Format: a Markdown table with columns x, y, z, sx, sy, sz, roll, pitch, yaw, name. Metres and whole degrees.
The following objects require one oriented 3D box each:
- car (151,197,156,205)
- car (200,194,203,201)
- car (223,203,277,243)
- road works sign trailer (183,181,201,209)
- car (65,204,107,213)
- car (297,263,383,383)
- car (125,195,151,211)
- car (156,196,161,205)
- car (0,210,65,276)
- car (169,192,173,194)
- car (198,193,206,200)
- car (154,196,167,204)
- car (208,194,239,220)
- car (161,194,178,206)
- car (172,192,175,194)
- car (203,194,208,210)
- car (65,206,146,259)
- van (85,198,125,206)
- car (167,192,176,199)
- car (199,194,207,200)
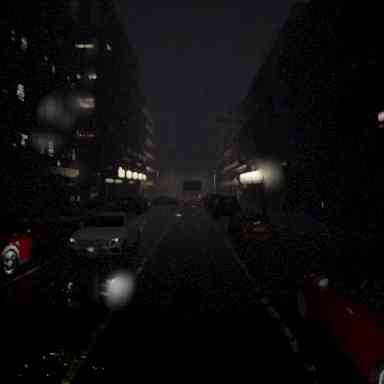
| x | y | z | sx | sy | sz | roll | pitch | yaw | name |
| --- | --- | --- | --- | --- | --- | --- | --- | --- | --- |
| -5.694 | 1.425 | 37.911 | 2.008 | 1.369 | 4.403 | -1 | 0 | 0 | car |
| 2.695 | 1.153 | 49.083 | 2.192 | 1.841 | 5.009 | -1 | 0 | 0 | car |
| 2.685 | 1.473 | 15.641 | 1.752 | 1.417 | 4.829 | -1 | 0 | 0 | car |
| 0.019 | 0.320 | 43.726 | 2.380 | 3.560 | 2.880 | 0 | 0 | 1 | road works sign trailer |
| -5.662 | 1.499 | 15.503 | 2.008 | 1.369 | 4.403 | -1 | 0 | 0 | car |
| 2.682 | 1.567 | 4.267 | 1.802 | 1.307 | 4.206 | -1 | 0 | 0 | car |
| -5.682 | 1.208 | 32.308 | 2.192 | 1.841 | 5.009 | -1 | 0 | 0 | car |
| -5.680 | 1.402 | 54.717 | 1.802 | 1.307 | 4.206 | -1 | 0 | 0 | car |
| -5.665 | 1.407 | 9.900 | 1.967 | 1.590 | 4.097 | -1 | 0 | 0 | car |
| -5.674 | 1.317 | 71.524 | 2.008 | 1.369 | 4.403 | -1 | 0 | 0 | car |
| 2.710 | 1.152 | 88.297 | 1.967 | 1.590 | 4.097 | -1 | 0 | 0 | car |
| -5.678 | 1.384 | 60.319 | 1.802 | 1.307 | 4.206 | -1 | 0 | 0 | car |
| 2.686 | 1.226 | 26.675 | 2.192 | 1.841 | 5.009 | -1 | 0 | 0 | car |
| -3.062 | 1.381 | 50.392 | 2.033 | 1.411 | 5.357 | 0 | 0 | 0 | car |
| -5.670 | 1.281 | 82.727 | 2.008 | 1.369 | 4.403 | -1 | 0 | 0 | car |
| 2.690 | 1.189 | 37.879 | 2.192 | 1.841 | 5.009 | -1 | 0 | 0 | car |
| -3.098 | 1.484 | 12.533 | 1.812 | 1.442 | 4.674 | 0 | 0 | 0 | car |
| -5.663 | 1.271 | 21.104 | 1.690 | 1.788 | 3.998 | -1 | 0 | 0 | van |
| -5.669 | 1.010 | 93.931 | 2.192 | 1.841 | 5.009 | -1 | 0 | 0 | car |
| 2.710 | 1.296 | 82.695 | 1.947 | 1.339 | 4.313 | -1 | 0 | 0 | car |
